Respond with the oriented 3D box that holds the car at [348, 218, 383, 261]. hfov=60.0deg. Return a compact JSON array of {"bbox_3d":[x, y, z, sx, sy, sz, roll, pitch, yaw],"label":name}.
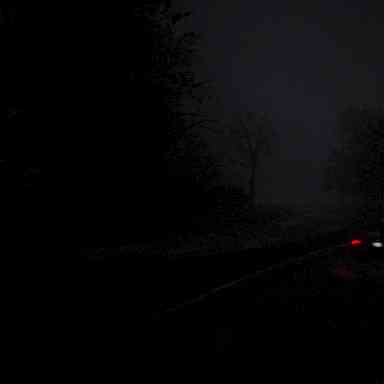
[{"bbox_3d":[7.315,1.615,11.581,5.357,1.411,2.033,0,0,-43],"label":"car"}]
